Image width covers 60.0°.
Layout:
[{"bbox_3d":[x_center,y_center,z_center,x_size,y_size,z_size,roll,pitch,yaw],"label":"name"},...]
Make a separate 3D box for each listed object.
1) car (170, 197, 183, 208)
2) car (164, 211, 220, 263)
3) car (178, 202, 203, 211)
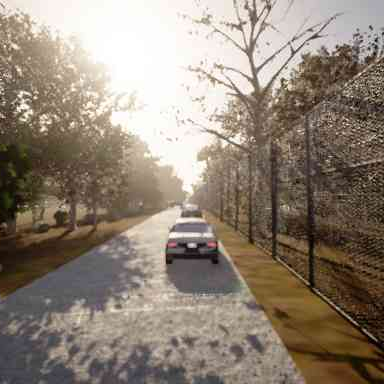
[{"bbox_3d":[-3.023,2.085,65.016,2.150,2.045,5.566,0,-1,0],"label":"car"},{"bbox_3d":[0.006,1.677,12.529,2.033,1.411,5.357,0,-1,0],"label":"car"},{"bbox_3d":[-0.018,1.821,28.909,1.812,1.442,4.674,0,0,0],"label":"car"}]
